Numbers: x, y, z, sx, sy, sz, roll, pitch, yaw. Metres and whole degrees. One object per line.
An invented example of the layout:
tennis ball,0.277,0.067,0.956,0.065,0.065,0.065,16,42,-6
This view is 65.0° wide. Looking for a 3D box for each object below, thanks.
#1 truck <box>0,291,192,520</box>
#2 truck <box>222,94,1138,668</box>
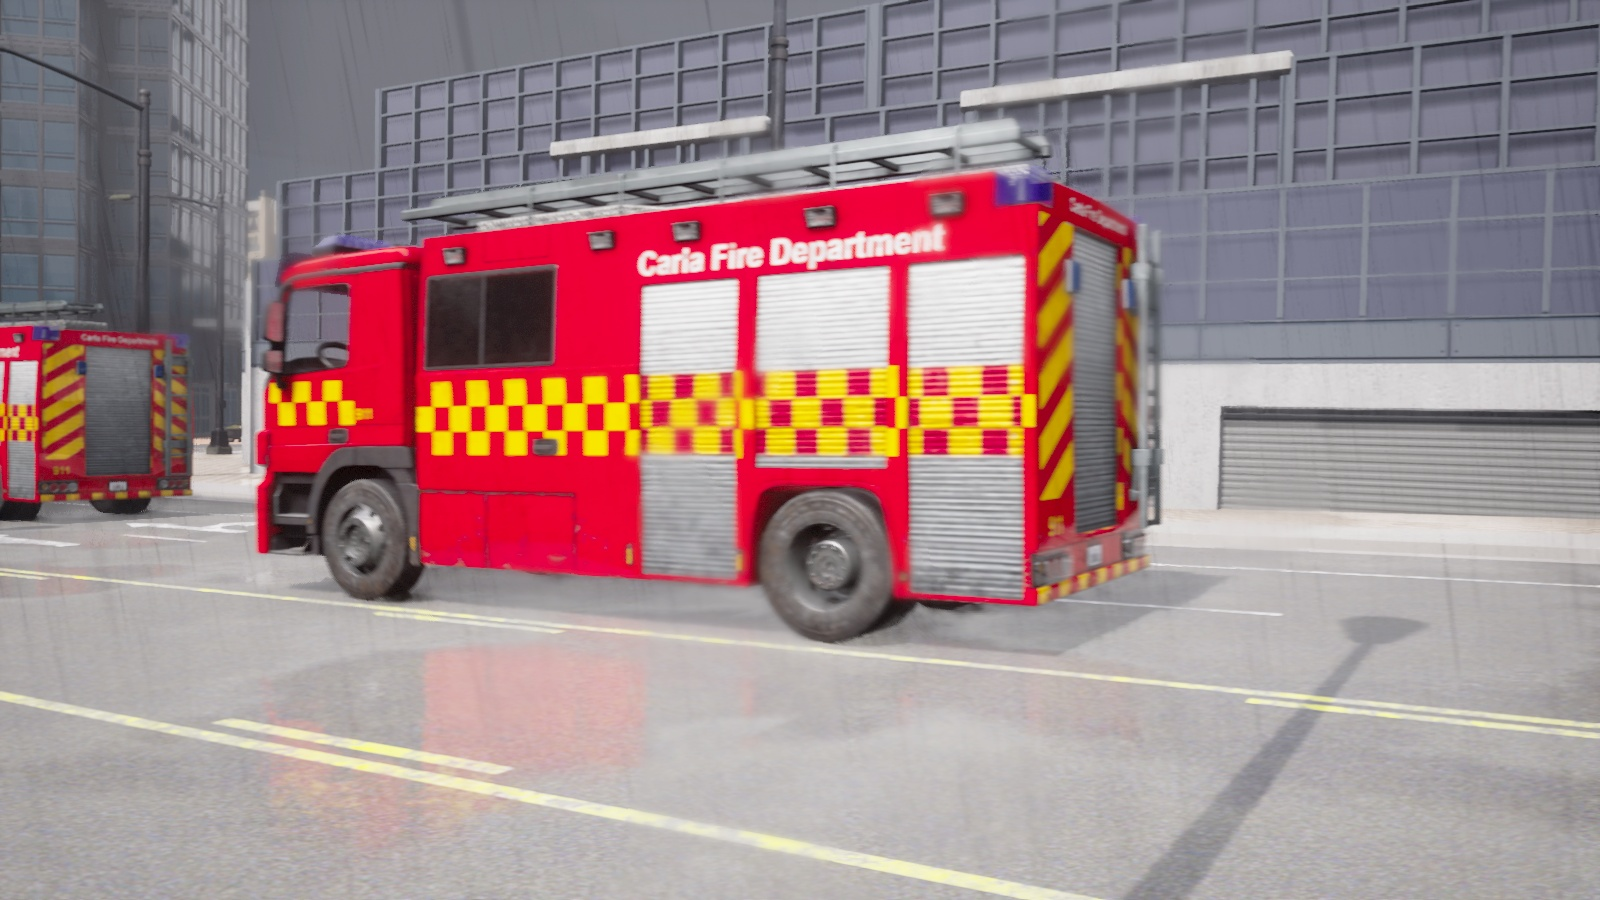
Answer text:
truck,-15.758,-0.879,24.363,8.468,3.827,2.891,2,1,31
truck,-1.462,-0.508,11.788,8.468,3.827,2.891,1,1,31
